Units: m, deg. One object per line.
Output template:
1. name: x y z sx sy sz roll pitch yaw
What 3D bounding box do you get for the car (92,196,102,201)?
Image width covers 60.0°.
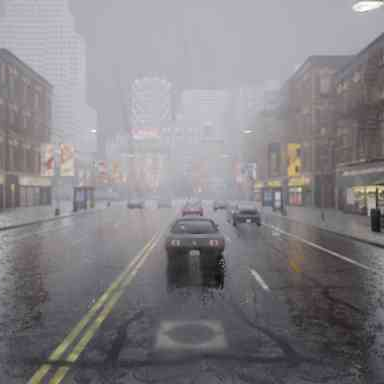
1. car: -25.858 1.679 89.293 4.674 1.452 2.002 0 0 20

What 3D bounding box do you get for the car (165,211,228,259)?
1. car: 0.087 1.624 12.628 1.895 1.301 4.718 0 0 0

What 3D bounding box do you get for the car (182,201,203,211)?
1. car: 0.063 1.623 33.011 1.994 1.385 4.181 0 0 0

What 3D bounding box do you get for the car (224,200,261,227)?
1. car: 3.574 1.549 23.388 1.837 1.490 4.892 0 0 0

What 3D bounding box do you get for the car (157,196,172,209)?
1. car: -3.787 1.631 46.678 2.033 1.411 5.357 0 0 -2

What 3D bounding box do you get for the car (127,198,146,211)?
1. car: -7.201 1.555 43.280 1.882 1.535 5.008 0 0 -1

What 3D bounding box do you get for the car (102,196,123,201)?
1. car: -20.552 1.750 87.128 4.718 1.301 1.895 0 0 30

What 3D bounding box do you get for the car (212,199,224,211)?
1. car: 3.550 1.621 41.127 2.033 1.411 5.357 0 0 0
